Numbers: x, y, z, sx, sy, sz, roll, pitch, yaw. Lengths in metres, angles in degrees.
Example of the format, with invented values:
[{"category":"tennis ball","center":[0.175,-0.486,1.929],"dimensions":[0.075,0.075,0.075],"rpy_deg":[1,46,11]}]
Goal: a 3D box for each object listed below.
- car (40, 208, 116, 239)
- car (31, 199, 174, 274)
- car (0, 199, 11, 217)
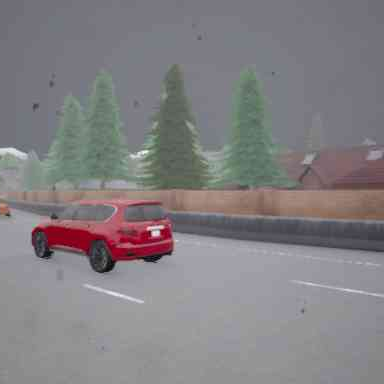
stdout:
[{"category":"car","center":[-6.412,1.632,18.389],"dimensions":[4.718,1.301,1.895],"rpy_deg":[0,0,42]},{"category":"car","center":[-3.090,1.243,10.922],"dimensions":[5.566,2.045,2.150],"rpy_deg":[0,0,39]},{"category":"car","center":[-18.277,1.379,30.495],"dimensions":[2.097,1.767,4.553],"rpy_deg":[0,0,-41]}]
